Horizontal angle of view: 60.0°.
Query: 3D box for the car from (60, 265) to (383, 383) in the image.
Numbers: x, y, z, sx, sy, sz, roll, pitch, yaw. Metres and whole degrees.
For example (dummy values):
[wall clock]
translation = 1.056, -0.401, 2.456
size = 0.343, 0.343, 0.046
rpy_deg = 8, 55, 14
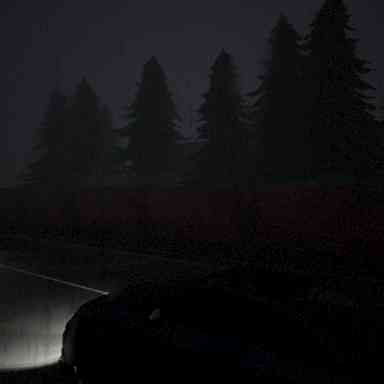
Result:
[car]
translation = 0.445, 1.564, 3.673
size = 4.181, 1.385, 1.994
rpy_deg = 0, 0, 35
